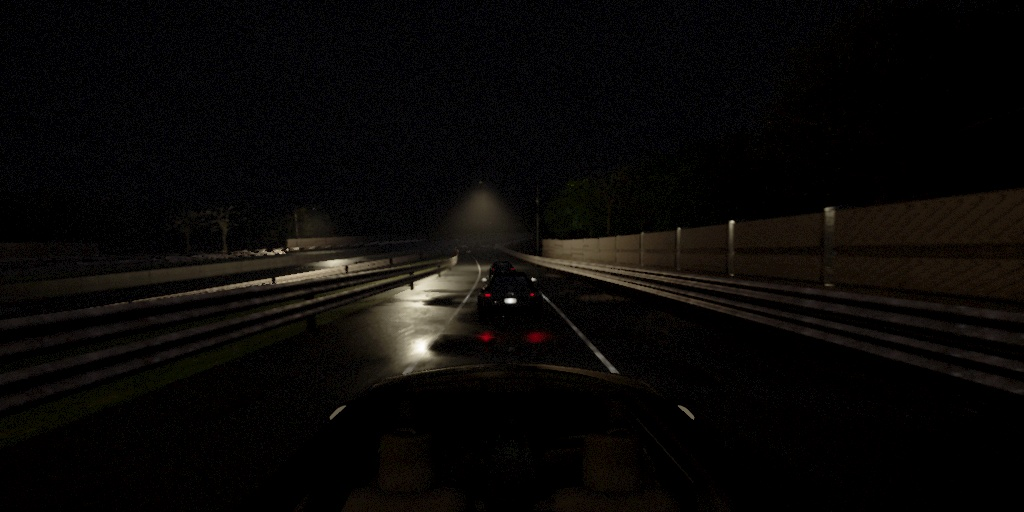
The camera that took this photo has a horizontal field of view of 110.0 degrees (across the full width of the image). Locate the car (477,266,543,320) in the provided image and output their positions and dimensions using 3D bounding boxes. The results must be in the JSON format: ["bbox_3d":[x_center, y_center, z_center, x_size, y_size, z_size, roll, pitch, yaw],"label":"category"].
[{"bbox_3d":[-0.089,1.218,12.131,1.994,1.385,4.181,0,1,-1],"label":"car"}]

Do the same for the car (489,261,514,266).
[{"bbox_3d":[-0.777,1.078,27.364,1.994,1.385,4.181,0,1,-3],"label":"car"}]
